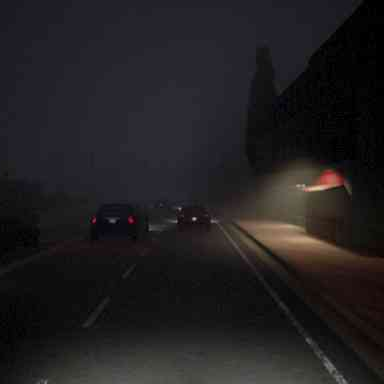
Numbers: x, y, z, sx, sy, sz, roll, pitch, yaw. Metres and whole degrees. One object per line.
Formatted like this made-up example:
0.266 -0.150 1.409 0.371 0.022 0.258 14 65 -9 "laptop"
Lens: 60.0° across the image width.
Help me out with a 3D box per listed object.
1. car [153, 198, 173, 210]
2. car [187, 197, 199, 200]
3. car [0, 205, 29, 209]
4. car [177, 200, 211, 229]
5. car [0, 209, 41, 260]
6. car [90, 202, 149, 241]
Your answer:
-3.357 1.336 38.639 1.994 1.385 4.181 0 0 0 "car"
0.141 1.318 39.019 2.033 1.411 5.357 0 0 0 "car"
-10.479 1.450 19.022 1.994 1.385 4.181 0 0 0 "car"
0.123 1.443 20.549 1.994 1.385 4.181 0 0 0 "car"
-7.040 1.494 11.639 1.994 1.385 4.181 0 0 0 "car"
-3.382 1.255 16.273 2.097 1.767 4.553 0 0 0 "car"
